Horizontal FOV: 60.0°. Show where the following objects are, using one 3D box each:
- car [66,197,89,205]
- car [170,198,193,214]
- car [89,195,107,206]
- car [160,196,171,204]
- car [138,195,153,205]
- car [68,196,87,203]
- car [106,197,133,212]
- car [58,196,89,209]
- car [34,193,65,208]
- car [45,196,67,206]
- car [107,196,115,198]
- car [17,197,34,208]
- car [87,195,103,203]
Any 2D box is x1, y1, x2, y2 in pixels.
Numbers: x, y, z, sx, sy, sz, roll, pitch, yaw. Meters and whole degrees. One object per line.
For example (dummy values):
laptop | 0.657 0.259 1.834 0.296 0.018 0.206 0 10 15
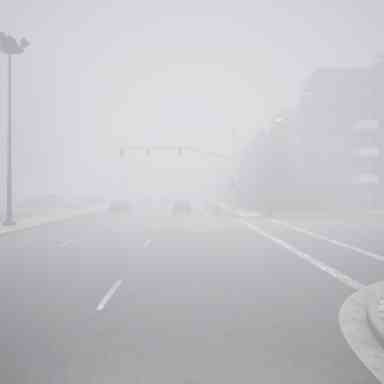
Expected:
car | -19.845 1.526 57.800 2.033 1.411 5.357 0 0 1
car | -1.020 1.492 34.812 1.837 1.490 4.892 0 0 0
car | -16.356 1.485 56.173 1.837 1.490 4.892 0 0 1
car | -4.707 1.455 60.931 1.882 1.535 5.008 0 0 0
car | -8.204 1.330 59.038 2.097 1.767 4.553 0 0 0
car | -23.309 1.514 68.012 2.033 1.411 5.357 0 0 0
car | -8.024 1.550 37.936 1.994 1.385 4.181 0 0 -1
car | -16.332 1.584 45.933 1.895 1.301 4.718 0 0 0
car | -19.831 1.205 47.550 2.150 2.045 5.566 0 0 0
car | -23.344 1.484 57.353 1.837 1.490 4.892 0 0 0
car | -16.318 1.467 66.208 2.128 1.511 4.902 0 0 0
car | -23.323 1.460 47.984 1.882 1.535 5.008 0 0 0
car | -19.809 1.452 67.967 1.882 1.535 5.008 0 0 0
